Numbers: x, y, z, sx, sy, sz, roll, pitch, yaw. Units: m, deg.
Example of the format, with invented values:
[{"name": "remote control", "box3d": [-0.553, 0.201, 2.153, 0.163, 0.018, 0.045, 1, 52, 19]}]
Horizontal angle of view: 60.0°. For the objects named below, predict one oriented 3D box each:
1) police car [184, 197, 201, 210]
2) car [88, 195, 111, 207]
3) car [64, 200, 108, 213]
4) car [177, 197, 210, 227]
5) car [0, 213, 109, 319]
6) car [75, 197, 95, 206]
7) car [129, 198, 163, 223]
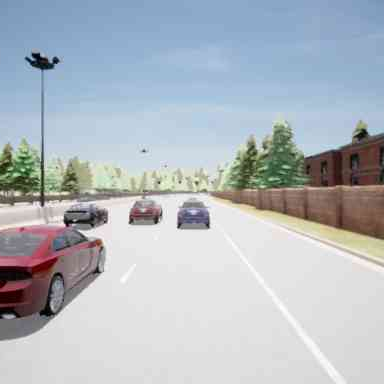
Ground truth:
[{"name": "police car", "box3d": [0.089, 1.497, 43.228, 2.038, 1.542, 4.974, 0, 0, 0]}, {"name": "car", "box3d": [-14.009, 1.345, 50.610, 2.097, 1.767, 4.553, 0, 0, 0]}, {"name": "car", "box3d": [-6.905, 1.489, 22.100, 2.128, 1.511, 4.902, 0, 0, 0]}, {"name": "car", "box3d": [0.095, 1.349, 22.697, 2.097, 1.767, 4.553, 0, 0, 0]}, {"name": "car", "box3d": [-3.402, 1.477, 7.504, 1.882, 1.535, 5.008, 0, 0, 0]}, {"name": "car", "box3d": [-17.526, 1.519, 54.571, 1.812, 1.442, 4.674, 0, 0, 0]}, {"name": "car", "box3d": [-3.405, 1.349, 25.280, 2.097, 1.767, 4.553, 0, 0, 0]}]
